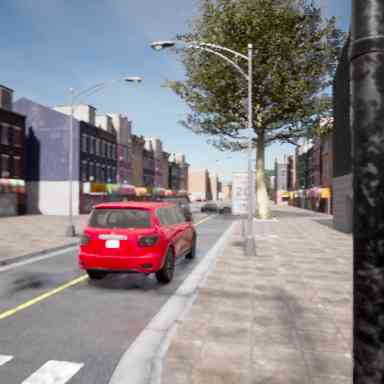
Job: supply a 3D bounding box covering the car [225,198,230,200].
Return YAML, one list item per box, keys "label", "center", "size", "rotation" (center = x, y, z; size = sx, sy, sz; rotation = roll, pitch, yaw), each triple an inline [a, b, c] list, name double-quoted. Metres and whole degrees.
- label: "car"
  center: [6.215, 2.075, 50.089]
  size: [2.128, 1.511, 4.902]
  rotation: [0, -1, 11]

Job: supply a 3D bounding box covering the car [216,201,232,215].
- label: "car"
  center: [4.353, 1.984, 39.969]
  size: [1.812, 1.442, 4.674]
  rotation: [0, -1, 11]

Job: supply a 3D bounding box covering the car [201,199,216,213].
- label: "car"
  center: [2.456, 2.078, 45.027]
  size: [1.994, 1.385, 4.181]
  rotation: [0, -1, 11]

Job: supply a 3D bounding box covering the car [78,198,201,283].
- label: "car"
  center: [-1.315, 1.307, 10.194]
  size: [2.150, 2.045, 5.566]
  rotation: [0, -1, 11]
